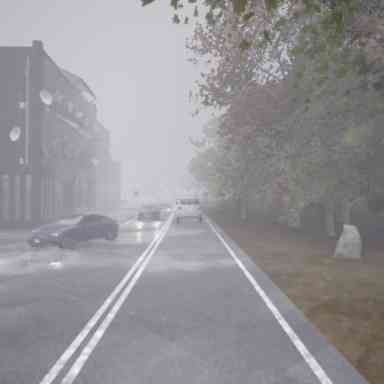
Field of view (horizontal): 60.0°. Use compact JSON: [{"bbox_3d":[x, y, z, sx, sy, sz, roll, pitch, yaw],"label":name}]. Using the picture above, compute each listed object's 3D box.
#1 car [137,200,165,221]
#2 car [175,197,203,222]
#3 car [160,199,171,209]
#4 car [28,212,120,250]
[{"bbox_3d":[-3.706,1.753,29.755,1.837,1.490,4.892,0,0,-1],"label":"car"},{"bbox_3d":[-0.258,1.470,29.258,2.150,2.045,5.566,0,0,-2],"label":"car"},{"bbox_3d":[-4.294,1.751,51.476,1.812,1.442,4.674,0,0,-1],"label":"car"},{"bbox_3d":[-5.254,1.698,15.485,1.812,1.442,4.674,-1,0,25],"label":"car"}]
